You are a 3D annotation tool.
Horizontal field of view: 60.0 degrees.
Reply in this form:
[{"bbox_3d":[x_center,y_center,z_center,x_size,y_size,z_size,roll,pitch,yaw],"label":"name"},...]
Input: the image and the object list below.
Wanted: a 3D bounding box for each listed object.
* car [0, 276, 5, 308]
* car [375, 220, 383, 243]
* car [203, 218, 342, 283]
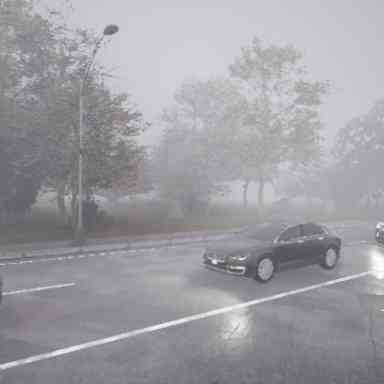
[{"bbox_3d":[-5.332,1.485,4.465,4.892,1.490,1.837,1,-1,-35],"label":"car"},{"bbox_3d":[10.671,1.553,15.787,4.553,1.767,2.097,1,0,-36],"label":"car"},{"bbox_3d":[2.575,1.594,10.045,4.892,1.490,1.837,1,0,-35],"label":"car"}]
